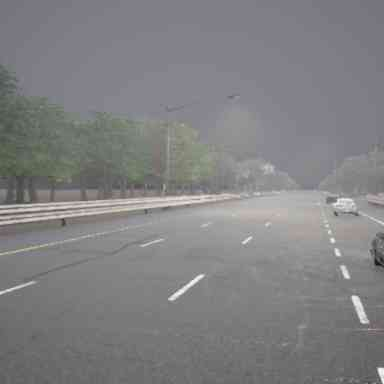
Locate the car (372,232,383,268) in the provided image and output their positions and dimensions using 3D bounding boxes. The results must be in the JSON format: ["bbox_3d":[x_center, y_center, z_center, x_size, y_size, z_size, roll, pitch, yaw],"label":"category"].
[{"bbox_3d":[5.713,1.484,8.127,1.812,1.442,4.674,1,1,20],"label":"car"}]

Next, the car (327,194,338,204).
[{"bbox_3d":[22.629,1.073,53.193,1.882,1.535,5.008,1,0,25],"label":"car"}]

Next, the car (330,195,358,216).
[{"bbox_3d":[13.542,1.306,29.511,1.812,1.442,4.674,1,1,20],"label":"car"}]
